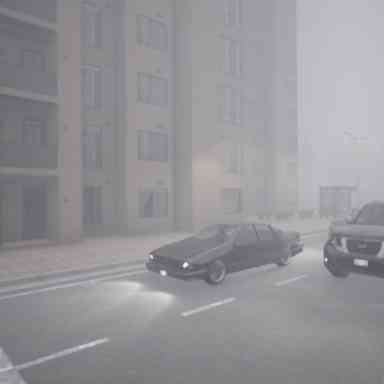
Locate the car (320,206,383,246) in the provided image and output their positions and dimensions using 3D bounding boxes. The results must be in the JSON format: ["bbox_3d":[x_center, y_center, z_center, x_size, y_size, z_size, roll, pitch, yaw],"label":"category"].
[{"bbox_3d":[8.538,1.530,16.335,4.902,1.511,2.128,0,0,-41],"label":"car"}]

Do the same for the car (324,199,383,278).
[{"bbox_3d":[5.881,1.237,9.346,5.566,2.045,2.150,0,0,-41],"label":"car"}]

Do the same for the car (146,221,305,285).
[{"bbox_3d":[1.288,1.605,9.960,5.357,1.411,2.033,0,0,-41],"label":"car"}]
